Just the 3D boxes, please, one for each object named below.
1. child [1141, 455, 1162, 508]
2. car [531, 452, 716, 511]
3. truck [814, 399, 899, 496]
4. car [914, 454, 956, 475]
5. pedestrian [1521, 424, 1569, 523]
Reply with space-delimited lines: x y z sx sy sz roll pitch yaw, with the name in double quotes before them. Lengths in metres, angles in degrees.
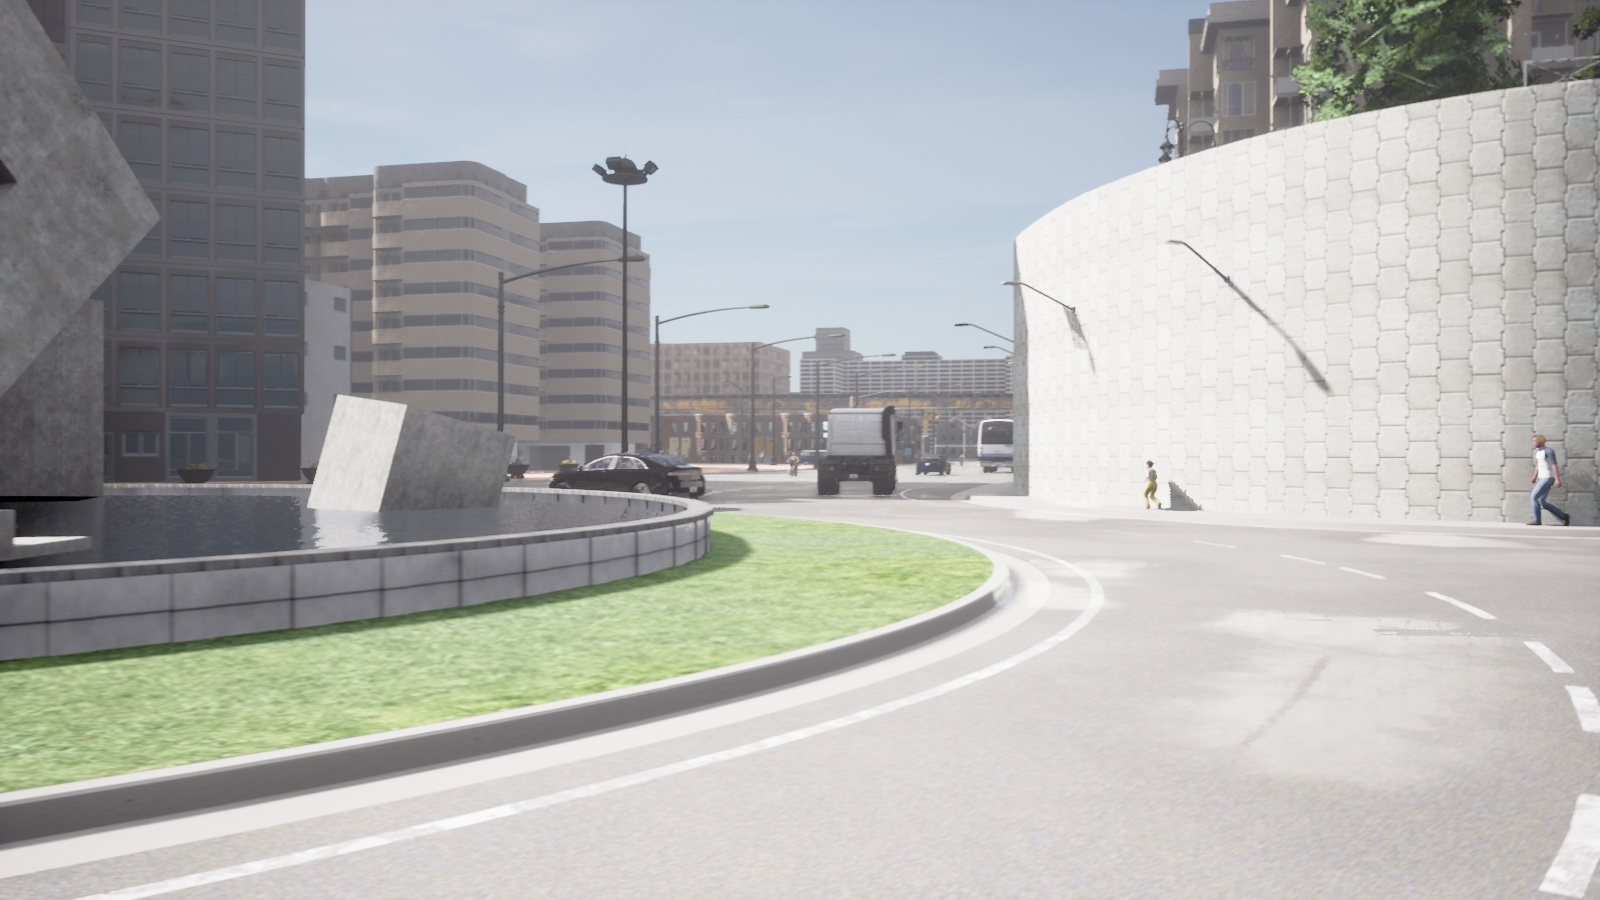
"child" 8.476 0.757 30.268 0.270 1.263 0.437 0 0 -25
"car" -4.910 0.829 34.705 4.902 1.511 2.128 0 0 34
"truck" 2.346 -0.081 49.156 2.891 3.462 7.936 0 0 6
"car" 9.724 1.016 90.143 2.163 1.488 4.792 0 0 16
"pedestrian" 14.032 0.440 23.665 0.706 1.836 0.354 0 0 19
